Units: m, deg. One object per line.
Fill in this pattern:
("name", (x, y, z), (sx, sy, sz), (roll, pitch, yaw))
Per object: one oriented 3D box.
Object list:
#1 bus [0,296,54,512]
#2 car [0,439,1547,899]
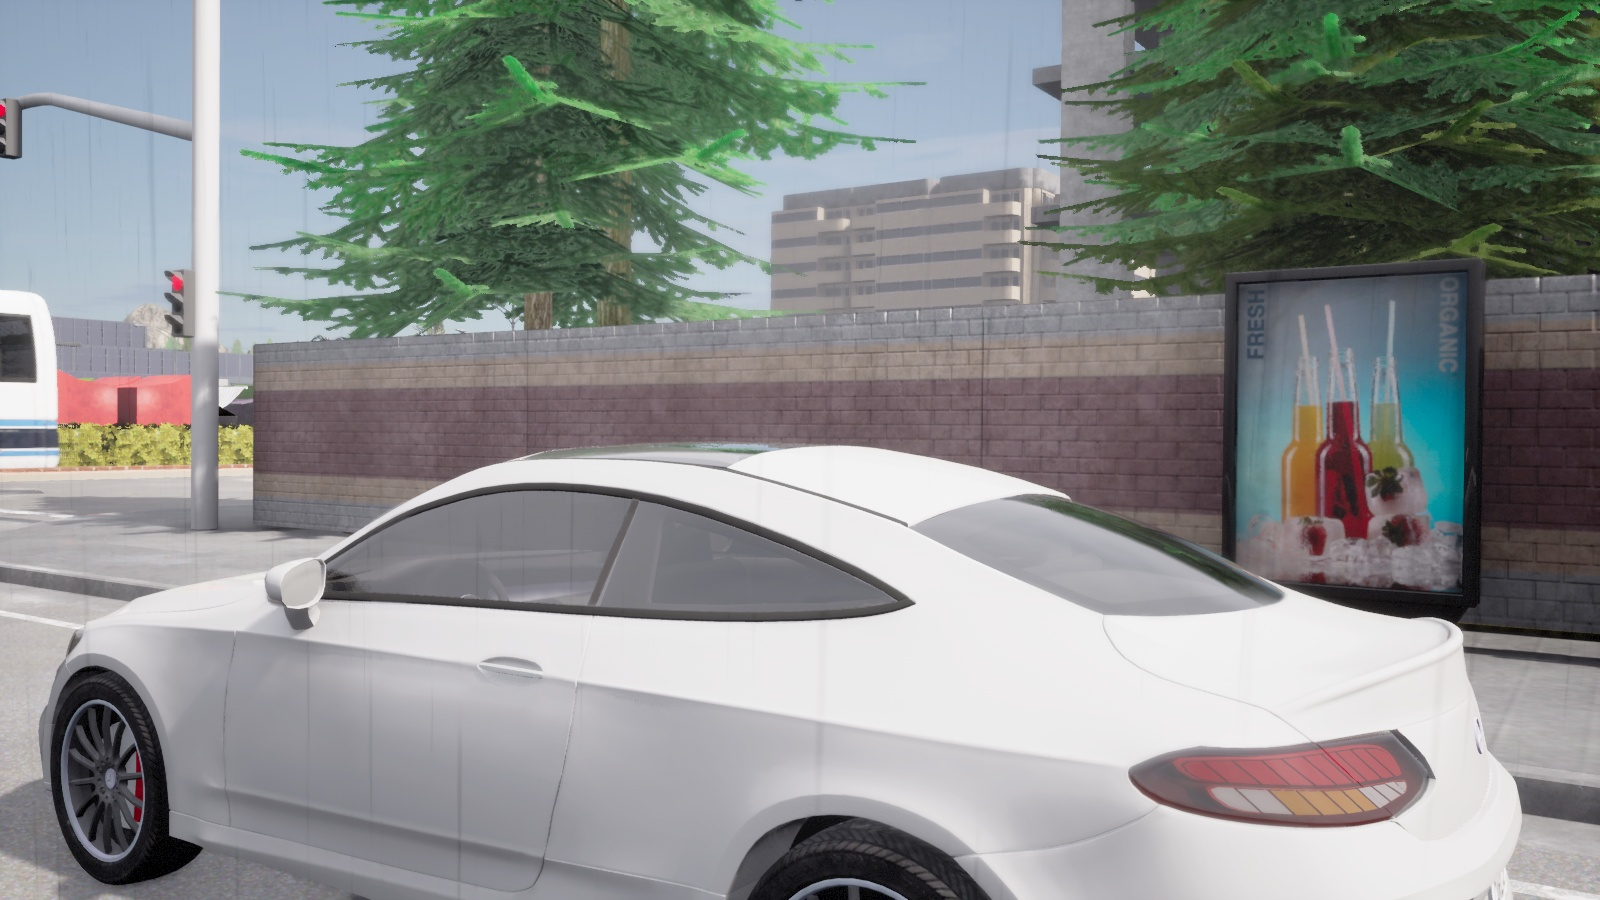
("bus", (-19.807, -0.808, 22.508), (3.944, 4.253, 10.273), (0, 1, 35))
("car", (-0.437, 0.708, 3.913), (4.674, 1.442, 1.812), (0, 1, 33))
